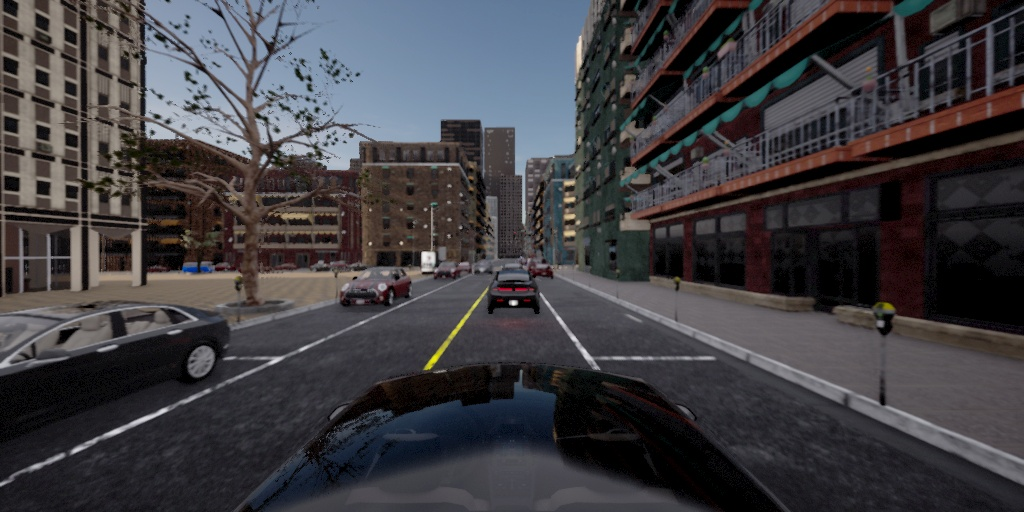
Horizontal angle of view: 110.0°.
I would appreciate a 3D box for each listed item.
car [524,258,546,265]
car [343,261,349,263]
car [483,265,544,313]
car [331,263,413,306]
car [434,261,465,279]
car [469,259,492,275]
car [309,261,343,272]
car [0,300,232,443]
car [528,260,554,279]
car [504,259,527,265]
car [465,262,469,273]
[{"bbox_3d":[2.684,1.104,37.568,2.192,1.841,5.009,0,0,0],"label":"car"},{"bbox_3d":[-22.401,1.703,53.862,4.403,1.370,2.007,0,0,0],"label":"car"},{"bbox_3d":[0.069,1.266,14.076,1.837,1.490,4.892,0,0,0],"label":"car"},{"bbox_3d":[-5.694,1.202,15.458,1.967,1.591,4.097,0,0,0],"label":"car"},{"bbox_3d":[-5.697,1.222,32.040,1.967,1.591,4.097,0,0,0],"label":"car"},{"bbox_3d":[-3.075,1.285,39.512,2.128,1.511,4.902,0,0,0],"label":"car"},{"bbox_3d":[-27.971,1.784,53.821,4.403,1.370,2.007,0,0,0],"label":"car"},{"bbox_3d":[-5.693,1.303,4.403,2.007,1.370,4.403,0,0,0],"label":"car"},{"bbox_3d":[2.684,1.327,32.040,1.888,1.381,4.507,0,0,0],"label":"car"},{"bbox_3d":[0.072,1.257,30.056,1.882,1.535,5.008,0,0,0],"label":"car"},{"bbox_3d":[-5.698,1.380,43.096,1.802,1.307,4.207,0,0,0],"label":"car"}]
